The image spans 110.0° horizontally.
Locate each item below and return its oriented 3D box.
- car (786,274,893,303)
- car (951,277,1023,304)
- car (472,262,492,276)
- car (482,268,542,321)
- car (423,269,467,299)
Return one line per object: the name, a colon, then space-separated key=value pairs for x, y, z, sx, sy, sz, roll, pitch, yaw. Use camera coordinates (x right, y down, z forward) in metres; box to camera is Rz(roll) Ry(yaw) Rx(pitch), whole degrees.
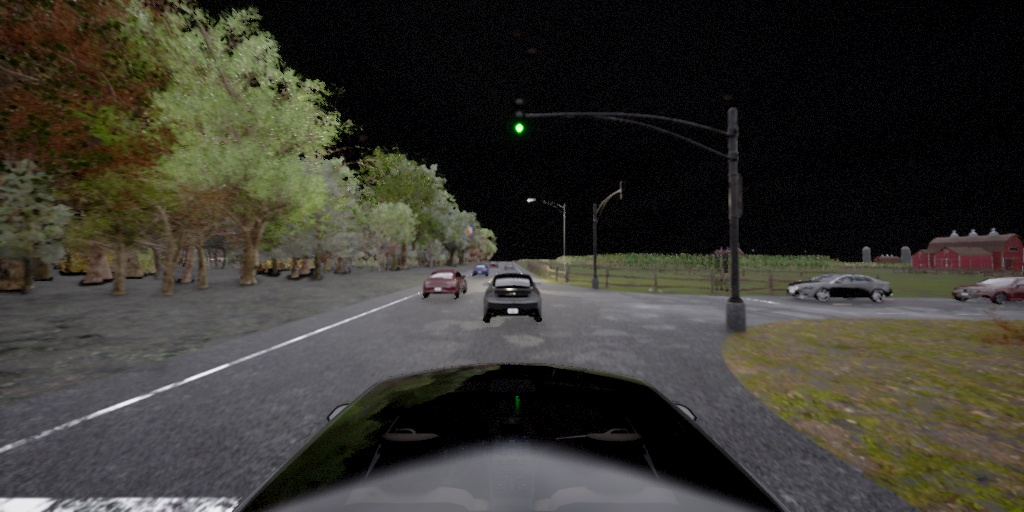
car: x=17.859 y=1.714 z=19.725 sx=4.902 sy=1.511 sz=2.128 roll=1 pitch=-2 yaw=1
car: x=27.247 y=1.874 z=19.729 sx=4.674 sy=1.442 sz=1.812 roll=1 pitch=-2 yaw=0
car: x=-3.717 y=1.682 z=43.453 sx=1.812 sy=1.442 sz=4.674 roll=0 pitch=-1 yaw=0
car: x=0.007 y=1.371 z=12.962 sx=1.837 sy=1.490 sz=4.892 roll=0 pitch=0 yaw=0
car: x=-3.539 y=1.445 z=19.372 sx=1.812 sy=1.442 sz=4.674 roll=0 pitch=-1 yaw=0
